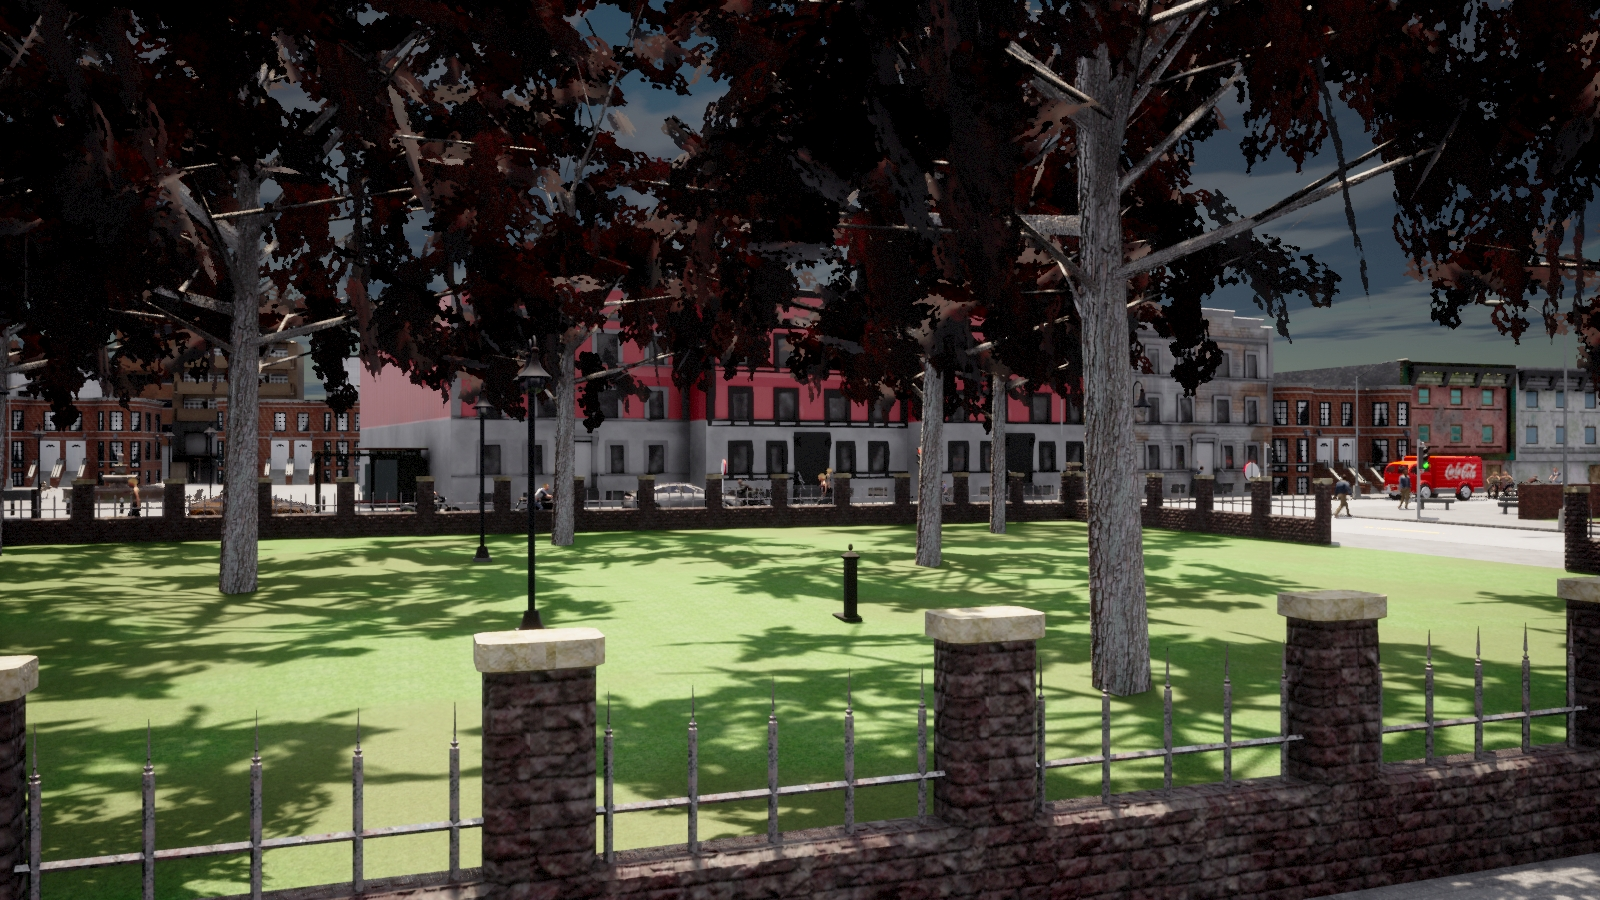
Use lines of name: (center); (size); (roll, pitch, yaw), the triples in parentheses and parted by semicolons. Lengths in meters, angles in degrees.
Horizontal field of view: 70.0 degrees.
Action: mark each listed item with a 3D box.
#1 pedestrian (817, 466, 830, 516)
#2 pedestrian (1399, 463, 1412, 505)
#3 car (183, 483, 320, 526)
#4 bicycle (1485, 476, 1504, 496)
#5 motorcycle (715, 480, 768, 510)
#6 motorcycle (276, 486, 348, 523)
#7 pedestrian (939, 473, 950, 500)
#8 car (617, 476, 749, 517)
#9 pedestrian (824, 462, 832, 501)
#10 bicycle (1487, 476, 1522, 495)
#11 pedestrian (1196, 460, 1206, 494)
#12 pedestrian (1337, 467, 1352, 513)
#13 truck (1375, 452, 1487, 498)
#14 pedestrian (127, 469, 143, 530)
pedestrian: (0.881, 1.525, 42.540); (0.375, 1.860, 0.375); (0, 0, -19)
pedestrian: (26.956, 1.517, 50.894); (0.375, 1.860, 0.375); (0, 0, -2)
car: (-19.428, 1.898, 40.669); (4.181, 1.385, 1.994); (0, 0, -19)
bicycle: (39.299, 2.036, 64.656); (0.859, 1.080, 1.487); (0, 0, 35)
motorcycle: (-2.607, 1.985, 50.738); (2.209, 1.251, 0.867); (0, 0, -20)
motorcycle: (-17.611, 1.950, 41.298); (2.356, 1.277, 0.764); (0, 0, -19)
pedestrian: (7.186, 1.802, 56.841); (0.375, 1.300, 0.375); (0, 0, -24)
car: (-4.677, 1.827, 45.707); (4.902, 1.511, 2.128); (0, 0, -19)
pedestrian: (1.344, 1.524, 55.264); (0.375, 1.860, 0.375); (0, 0, -1)
bicycle: (40.458, 2.036, 65.608); (1.487, 1.080, 0.859); (0, 0, 1)
pedestrian: (22.654, 1.523, 64.546); (0.375, 1.860, 0.375); (0, 0, -19)
pedestrian: (22.097, 1.629, 46.372); (0.375, 1.860, 0.375); (0, 0, -15)
truck: (35.004, 1.348, 63.458); (5.204, 2.467, 2.627); (0, 0, -19)
pedestrian: (-20.492, 1.523, 35.220); (0.375, 1.860, 0.375); (0, 0, -19)
